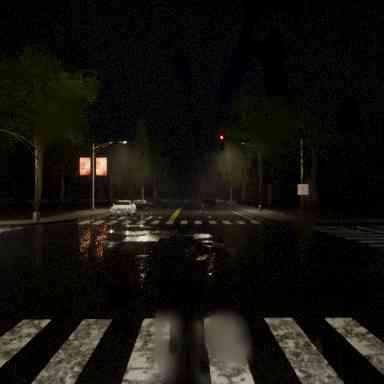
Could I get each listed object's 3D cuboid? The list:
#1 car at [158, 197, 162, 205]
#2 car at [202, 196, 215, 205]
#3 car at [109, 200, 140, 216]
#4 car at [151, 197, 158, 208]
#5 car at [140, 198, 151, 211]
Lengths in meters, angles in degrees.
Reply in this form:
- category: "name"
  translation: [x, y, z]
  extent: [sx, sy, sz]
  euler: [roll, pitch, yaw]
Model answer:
- category: "car"
  translation: [-6.613, 1.676, 61.120]
  extent: [2.033, 1.411, 5.357]
  euler: [0, 0, 0]
- category: "car"
  translation: [3.293, 1.611, 62.047]
  extent: [1.882, 1.535, 5.008]
  euler: [0, 0, 0]
- category: "car"
  translation: [-6.620, 1.549, 32.364]
  extent: [1.812, 1.442, 4.674]
  euler: [0, 0, 0]
- category: "car"
  translation: [-6.636, 1.606, 50.467]
  extent: [1.812, 1.442, 4.674]
  euler: [0, 0, 0]
- category: "car"
  translation: [-6.626, 1.645, 41.375]
  extent: [1.895, 1.301, 4.718]
  euler: [0, 0, 0]
